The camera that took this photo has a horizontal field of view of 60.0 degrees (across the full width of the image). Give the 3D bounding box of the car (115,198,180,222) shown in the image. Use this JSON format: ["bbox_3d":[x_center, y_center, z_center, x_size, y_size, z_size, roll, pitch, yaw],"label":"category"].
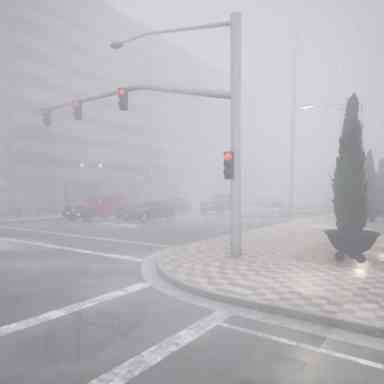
[{"bbox_3d":[-3.313,1.448,25.756,1.837,1.490,4.892,0,0,35],"label":"car"}]

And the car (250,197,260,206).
[{"bbox_3d":[10.917,1.490,51.234,2.033,1.411,5.357,0,0,37],"label":"car"}]

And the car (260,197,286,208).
[{"bbox_3d":[11.633,1.468,46.320,1.812,1.442,4.674,0,0,36],"label":"car"}]

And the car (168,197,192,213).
[{"bbox_3d":[-1.971,1.295,33.628,2.097,1.767,4.553,0,0,36],"label":"car"}]

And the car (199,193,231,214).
[{"bbox_3d":[2.957,1.166,34.460,2.150,2.045,5.566,0,0,36],"label":"car"}]

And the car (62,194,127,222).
[{"bbox_3d":[-7.340,1.164,26.130,2.150,2.045,5.566,0,0,35],"label":"car"}]
